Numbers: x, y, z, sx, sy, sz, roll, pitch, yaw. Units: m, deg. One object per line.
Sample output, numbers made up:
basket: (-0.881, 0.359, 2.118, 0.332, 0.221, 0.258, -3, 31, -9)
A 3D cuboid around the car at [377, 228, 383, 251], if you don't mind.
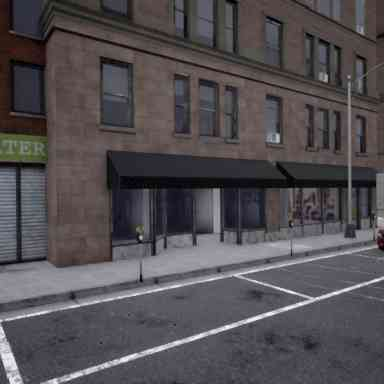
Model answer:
car: (8.926, 1.540, 12.923, 4.507, 1.381, 1.887, 0, -1, -36)
